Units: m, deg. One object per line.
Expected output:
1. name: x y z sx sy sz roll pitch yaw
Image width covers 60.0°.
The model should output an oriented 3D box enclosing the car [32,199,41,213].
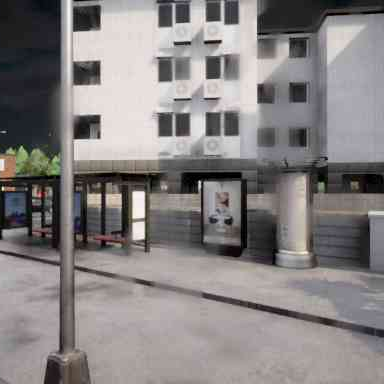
1. car: -16.147 1.505 34.085 1.837 1.490 4.892 0 0 35
